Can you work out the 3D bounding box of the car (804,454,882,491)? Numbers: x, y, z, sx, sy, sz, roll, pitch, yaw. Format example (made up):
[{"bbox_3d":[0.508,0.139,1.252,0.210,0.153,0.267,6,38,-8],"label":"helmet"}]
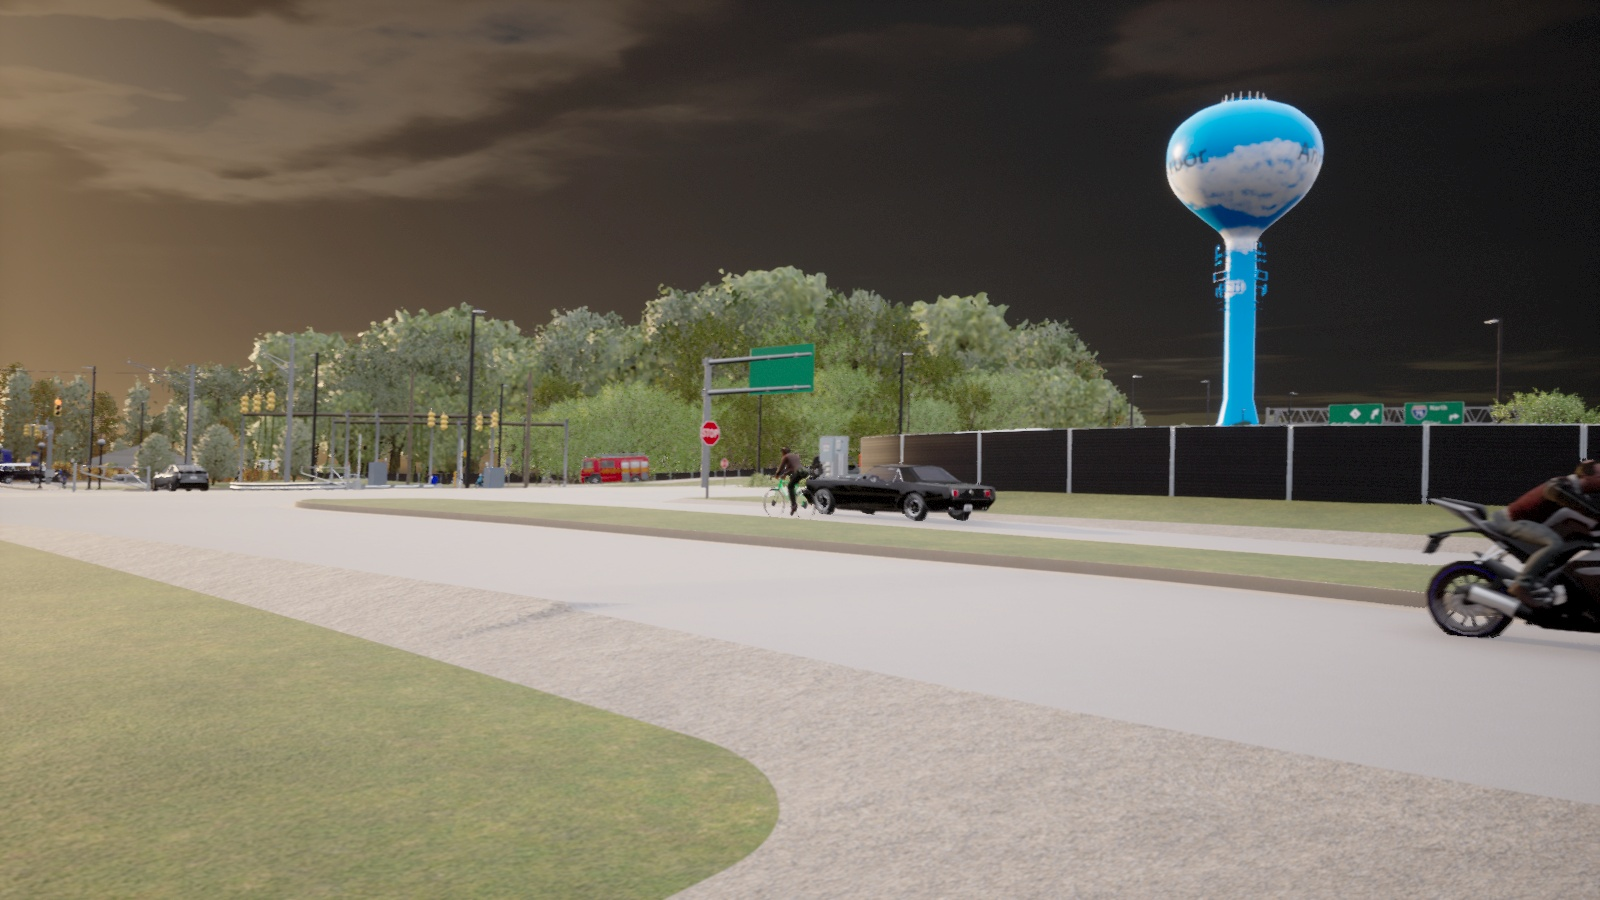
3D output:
[{"bbox_3d":[2.239,1.153,64.703,3.866,1.878,1.905,1,-1,-45],"label":"car"}]

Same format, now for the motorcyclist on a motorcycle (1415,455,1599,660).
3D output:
[{"bbox_3d":[6.169,0.826,9.894,0.866,1.530,2.191,3,-2,-45],"label":"motorcyclist on a motorcycle"}]

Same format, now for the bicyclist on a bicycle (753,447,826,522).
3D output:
[{"bbox_3d":[-0.243,0.744,27.876,0.582,1.620,1.656,2,-1,-45],"label":"bicyclist on a bicycle"}]

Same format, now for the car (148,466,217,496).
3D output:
[{"bbox_3d":[-31.898,1.582,64.805,2.007,1.525,4.514,1,-1,-42],"label":"car"}]

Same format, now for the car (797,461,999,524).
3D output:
[{"bbox_3d":[2.289,0.987,30.284,4.718,1.301,1.895,1,-1,45],"label":"car"}]

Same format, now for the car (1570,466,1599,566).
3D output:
[{"bbox_3d":[14.181,1.059,18.391,2.007,1.525,4.514,3,-1,-39],"label":"car"}]
